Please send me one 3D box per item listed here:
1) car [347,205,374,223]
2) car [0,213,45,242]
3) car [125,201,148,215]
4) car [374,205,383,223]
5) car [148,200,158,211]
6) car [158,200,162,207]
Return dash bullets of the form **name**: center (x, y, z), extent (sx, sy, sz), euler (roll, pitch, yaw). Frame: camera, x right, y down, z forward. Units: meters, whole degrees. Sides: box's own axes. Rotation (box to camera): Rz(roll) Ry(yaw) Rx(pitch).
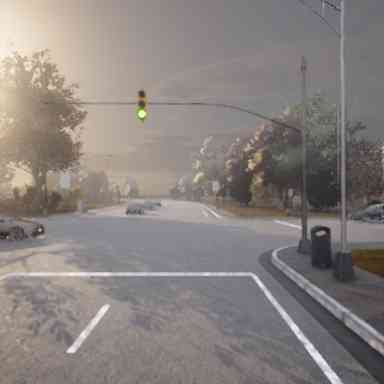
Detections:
- **car**: center (16.242, 1.890, 29.303), extent (4.892, 1.490, 1.837), euler (0, -1, -3)
- **car**: center (-9.905, 1.793, 17.218), extent (4.181, 1.385, 1.994), euler (0, -1, -3)
- **car**: center (-7.083, 2.052, 41.700), extent (1.837, 1.490, 4.892), euler (0, 0, 0)
- **car**: center (17.231, 1.693, 25.855), extent (4.553, 1.767, 2.097), euler (0, -1, -3)
- **car**: center (-7.104, 2.193, 53.991), extent (1.837, 1.490, 4.892), euler (0, 1, 0)
- **car**: center (-7.319, 2.301, 68.860), extent (1.882, 1.535, 5.008), euler (0, 0, -2)
